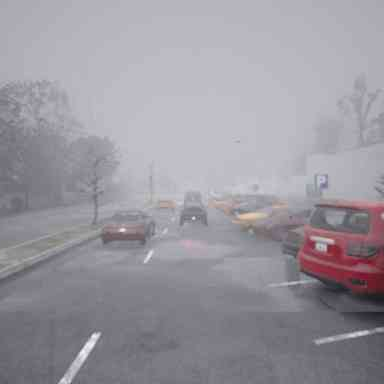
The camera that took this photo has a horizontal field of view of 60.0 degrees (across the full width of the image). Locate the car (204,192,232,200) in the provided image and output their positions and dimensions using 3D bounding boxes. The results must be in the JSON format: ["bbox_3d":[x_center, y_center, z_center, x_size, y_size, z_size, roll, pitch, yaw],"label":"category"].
[{"bbox_3d":[5.256,0.876,67.298,5.366,1.575,1.946,1,0,-20],"label":"car"}]

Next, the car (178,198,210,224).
[{"bbox_3d":[0.105,1.419,23.816,1.837,1.490,4.892,0,0,0],"label":"car"}]

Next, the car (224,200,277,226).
[{"bbox_3d":[4.902,1.435,19.436,5.366,1.575,1.946,1,1,-20],"label":"car"}]

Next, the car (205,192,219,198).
[{"bbox_3d":[4.905,1.141,43.312,5.366,1.575,1.946,0,1,-20],"label":"car"}]

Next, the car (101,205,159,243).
[{"bbox_3d":[-2.897,1.536,15.867,1.994,1.385,4.181,0,0,0],"label":"car"}]

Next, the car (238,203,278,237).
[{"bbox_3d":[5.046,1.488,16.509,4.792,1.488,2.163,1,1,-20],"label":"car"}]

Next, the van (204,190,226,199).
[{"bbox_3d":[4.978,0.602,73.153,4.442,1.987,1.878,1,1,-20],"label":"van"}]

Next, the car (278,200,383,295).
[{"bbox_3d":[5.101,1.236,7.580,5.566,2.045,2.435,1,0,-20],"label":"car"}]

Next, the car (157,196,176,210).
[{"bbox_3d":[-2.893,1.215,37.796,1.882,1.535,5.008,0,1,0],"label":"car"}]

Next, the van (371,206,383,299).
[{"bbox_3d":[4.966,1.261,4.537,4.442,1.987,1.878,1,0,-20],"label":"van"}]

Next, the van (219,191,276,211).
[{"bbox_3d":[4.970,1.132,28.407,4.442,1.987,1.878,1,1,-20],"label":"van"}]

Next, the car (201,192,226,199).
[{"bbox_3d":[4.912,0.799,76.113,5.366,1.575,1.946,1,1,-20],"label":"car"}]

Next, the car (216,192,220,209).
[{"bbox_3d":[5.049,1.195,31.435,4.553,1.767,2.185,0,1,-20],"label":"car"}]

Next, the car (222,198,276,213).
[{"bbox_3d":[5.070,1.429,25.478,4.674,1.452,2.002,1,0,-20],"label":"car"}]

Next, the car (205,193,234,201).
[{"bbox_3d":[5.087,0.932,61.266,5.008,1.535,2.097,1,1,-20],"label":"car"}]

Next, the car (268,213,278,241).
[{"bbox_3d":[5.069,1.520,10.552,4.674,1.452,2.002,1,0,-20],"label":"car"}]

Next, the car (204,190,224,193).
[{"bbox_3d":[5.110,0.710,58.299,5.566,2.045,2.435,1,0,-20],"label":"car"}]

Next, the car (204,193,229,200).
[{"bbox_3d":[5.109,0.883,70.228,4.792,1.488,2.163,1,0,-20],"label":"car"}]

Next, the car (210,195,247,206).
[{"bbox_3d":[5.074,1.145,46.361,4.674,1.452,2.002,1,1,-20],"label":"car"}]

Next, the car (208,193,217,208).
[{"bbox_3d":[4.903,1.231,37.346,5.366,1.575,1.946,0,1,-20],"label":"car"}]

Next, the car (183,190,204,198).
[{"bbox_3d":[0.109,0.887,42.349,2.150,2.045,5.566,0,0,0],"label":"car"}]

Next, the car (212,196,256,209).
[{"bbox_3d":[5.104,1.220,40.408,4.792,1.488,2.163,0,1,-20],"label":"car"}]

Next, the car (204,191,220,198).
[{"bbox_3d":[5.090,0.995,55.300,4.892,1.521,2.231,1,1,-20],"label":"car"}]
